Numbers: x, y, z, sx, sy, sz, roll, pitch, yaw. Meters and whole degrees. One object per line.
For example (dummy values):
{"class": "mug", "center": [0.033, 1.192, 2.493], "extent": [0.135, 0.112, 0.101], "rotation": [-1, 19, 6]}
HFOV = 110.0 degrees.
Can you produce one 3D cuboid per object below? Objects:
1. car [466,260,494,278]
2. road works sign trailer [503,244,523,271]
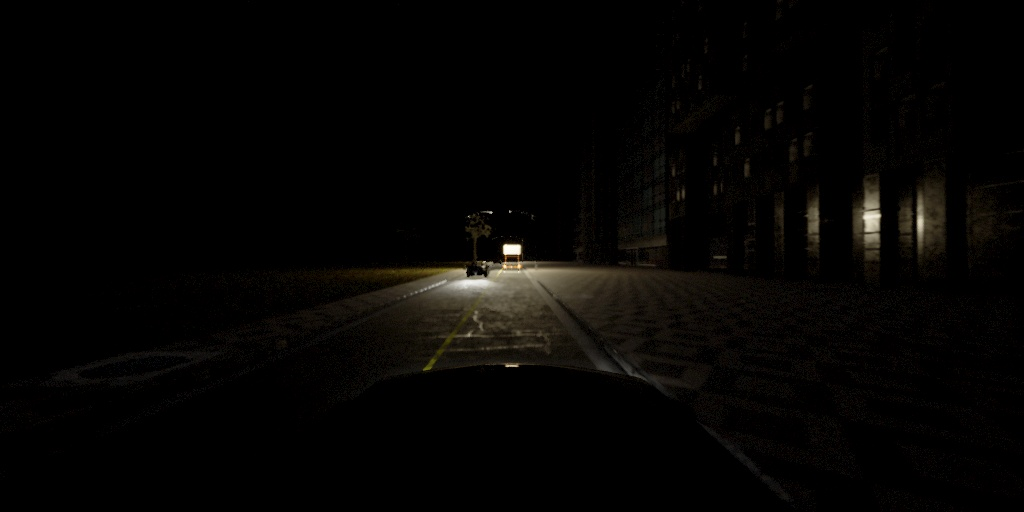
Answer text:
{"class": "car", "center": [-3.084, 1.232, 33.187], "extent": [2.128, 1.511, 4.902], "rotation": [0, 0, 0]}
{"class": "road works sign trailer", "center": [0.011, 0.199, 49.222], "extent": [2.380, 3.560, 2.880], "rotation": [0, 0, 0]}
